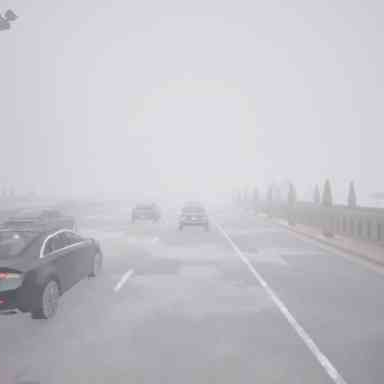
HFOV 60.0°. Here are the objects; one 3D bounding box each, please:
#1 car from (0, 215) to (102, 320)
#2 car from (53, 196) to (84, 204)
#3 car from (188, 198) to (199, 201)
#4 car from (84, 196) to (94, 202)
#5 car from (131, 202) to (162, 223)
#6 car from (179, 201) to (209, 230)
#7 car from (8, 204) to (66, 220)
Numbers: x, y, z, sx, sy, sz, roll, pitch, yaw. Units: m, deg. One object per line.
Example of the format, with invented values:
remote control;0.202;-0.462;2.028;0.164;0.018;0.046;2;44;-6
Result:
car;-3.398;1.492;7.286;2.128;1.511;4.902;0;0;0
car;-14.044;1.494;36.713;2.128;1.511;4.902;0;0;0
car;0.141;1.527;42.527;1.812;1.442;4.674;0;0;1
car;-19.641;1.442;60.925;2.128;1.511;4.902;0;0;9
car;-3.392;1.492;25.433;2.128;1.511;4.902;0;0;0
car;0.107;1.548;21.291;2.033;1.411;5.357;0;0;0
car;-6.896;1.505;15.504;1.837;1.490;4.892;0;0;0
